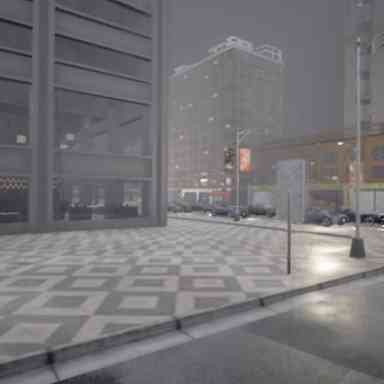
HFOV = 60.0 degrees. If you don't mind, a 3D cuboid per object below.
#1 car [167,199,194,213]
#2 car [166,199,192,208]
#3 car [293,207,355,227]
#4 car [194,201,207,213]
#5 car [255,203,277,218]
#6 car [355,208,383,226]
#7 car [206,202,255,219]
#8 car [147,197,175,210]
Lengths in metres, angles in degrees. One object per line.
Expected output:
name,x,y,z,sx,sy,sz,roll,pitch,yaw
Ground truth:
car,-2.111,1.892,41.322,1.994,1.385,4.181,1,-1,-35
car,-2.335,2.000,58.561,2.033,1.411,5.357,1,0,-37
car,9.584,1.821,25.128,1.994,1.385,4.181,1,-1,-36
car,1.219,1.901,42.246,2.033,1.411,5.357,1,-1,-36
car,7.201,1.868,33.964,2.033,1.411,5.357,1,-1,-36
car,12.855,1.884,26.149,1.895,1.301,4.718,1,-1,-36
car,3.766,1.860,33.180,1.994,1.385,4.181,1,-1,-36
car,-4.773,1.733,50.606,2.097,1.767,4.553,1,-1,-35
